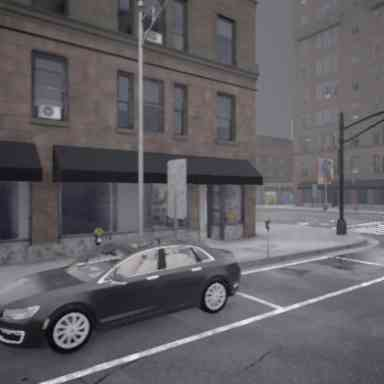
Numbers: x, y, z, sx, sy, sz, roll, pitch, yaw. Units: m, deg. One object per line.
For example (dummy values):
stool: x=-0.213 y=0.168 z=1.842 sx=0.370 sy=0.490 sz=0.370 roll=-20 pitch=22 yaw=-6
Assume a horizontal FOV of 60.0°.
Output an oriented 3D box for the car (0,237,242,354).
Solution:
car: x=-1.047 y=1.551 z=6.020 sx=4.403 sy=1.369 sz=2.008 roll=0 pitch=0 yaw=-36
